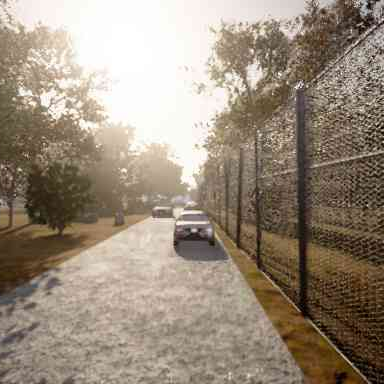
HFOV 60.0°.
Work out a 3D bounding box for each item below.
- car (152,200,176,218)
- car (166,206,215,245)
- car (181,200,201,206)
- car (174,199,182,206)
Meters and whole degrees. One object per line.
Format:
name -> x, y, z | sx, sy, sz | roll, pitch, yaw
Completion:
car -> -2.937, 1.847, 33.892 | 1.994, 1.385, 4.181 | 0, -1, 0
car -> 0.079, 1.608, 15.883 | 2.033, 1.411, 5.357 | 0, 0, 0
car -> -0.010, 1.870, 37.393 | 1.812, 1.442, 4.674 | 0, -1, 0
car -> -3.151, 2.535, 74.319 | 2.150, 2.045, 5.566 | 0, -2, -1
